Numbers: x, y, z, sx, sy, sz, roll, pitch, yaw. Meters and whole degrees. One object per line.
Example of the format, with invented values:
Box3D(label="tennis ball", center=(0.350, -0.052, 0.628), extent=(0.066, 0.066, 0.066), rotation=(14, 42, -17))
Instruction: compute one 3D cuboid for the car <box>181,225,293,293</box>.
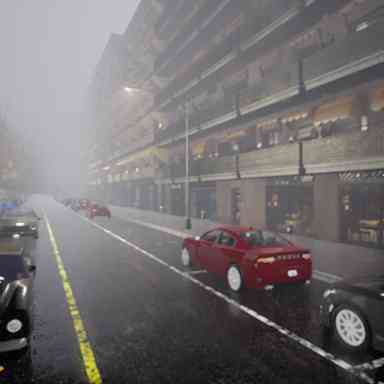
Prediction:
Box3D(label="car", center=(1.159, 1.559, 8.958), extent=(1.887, 1.381, 4.507), rotation=(0, 0, -25))

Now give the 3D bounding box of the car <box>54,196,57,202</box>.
Box3D(label="car", center=(-29.634, 1.711, 75.544), extent=(1.752, 1.417, 4.829), rotation=(0, 0, -25))

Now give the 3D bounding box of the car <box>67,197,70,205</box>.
Box3D(label="car", center=(-15.384, 1.673, 44.728), extent=(1.802, 1.307, 4.206), rotation=(0, 0, -25))

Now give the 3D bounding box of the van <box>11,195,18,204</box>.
Box3D(label="van", center=(-22.990, 1.420, 41.211), extent=(1.690, 1.788, 3.998), rotation=(0, 0, -25))

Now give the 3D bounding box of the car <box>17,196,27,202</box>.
Box3D(label="car", center=(-41.896, 1.757, 82.092), extent=(1.887, 1.381, 4.507), rotation=(0, 0, -25))

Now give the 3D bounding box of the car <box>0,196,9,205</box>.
Box3D(label="car", center=(-15.900, 1.354, 25.879), extent=(2.192, 1.841, 5.009), rotation=(0, 0, -25))

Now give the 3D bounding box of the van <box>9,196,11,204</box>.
Box3D(label="van", center=(-18.263, 1.393, 30.990), extent=(1.690, 1.788, 3.998), rotation=(0, 0, -25))

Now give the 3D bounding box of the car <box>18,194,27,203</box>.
Box3D(label="car", center=(-32.442, 1.452, 61.652), extent=(2.192, 1.841, 5.009), rotation=(0, 0, -25))

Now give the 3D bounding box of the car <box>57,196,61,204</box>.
Box3D(label="car", center=(-24.836, 1.590, 65.169), extent=(1.967, 1.590, 4.097), rotation=(0, 0, -25))

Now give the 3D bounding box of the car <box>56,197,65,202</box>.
Box3D(label="car", center=(-31.927, 1.787, 80.500), extent=(1.802, 1.307, 4.206), rotation=(0, 0, -25))

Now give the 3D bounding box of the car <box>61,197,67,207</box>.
Box3D(label="car", center=(-20.111, 1.685, 54.949), extent=(1.947, 1.339, 4.313), rotation=(0, 0, -25))

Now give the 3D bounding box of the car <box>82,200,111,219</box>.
Box3D(label="car", center=(-8.293, 1.633, 29.396), extent=(1.802, 1.307, 4.206), rotation=(0, 0, -25))

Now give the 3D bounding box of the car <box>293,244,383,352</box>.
Box3D(label="car", center=(3.522, 1.560, 3.847), extent=(2.008, 1.369, 4.403), rotation=(0, 0, -25))

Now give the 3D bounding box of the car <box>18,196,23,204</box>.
Box3D(label="car", center=(-27.717, 1.672, 51.431), extent=(1.947, 1.339, 4.313), rotation=(0, 0, -25))

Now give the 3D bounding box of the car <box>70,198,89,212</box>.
Box3D(label="car", center=(-13.020, 1.518, 39.618), extent=(1.967, 1.590, 4.097), rotation=(0, 0, -25))

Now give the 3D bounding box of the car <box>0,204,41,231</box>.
Box3D(label="car", center=(-8.908, 1.566, 17.176), extent=(2.033, 1.411, 5.357), rotation=(0, 0, -25))

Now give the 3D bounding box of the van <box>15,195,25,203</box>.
Box3D(label="van", center=(-37.169, 1.514, 71.872), extent=(1.690, 1.788, 3.998), rotation=(0, 0, -25))

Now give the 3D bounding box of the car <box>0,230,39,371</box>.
Box3D(label="car", center=(-3.577, 1.605, 5.408), extent=(1.895, 1.301, 4.718), rotation=(0, 0, -25))
